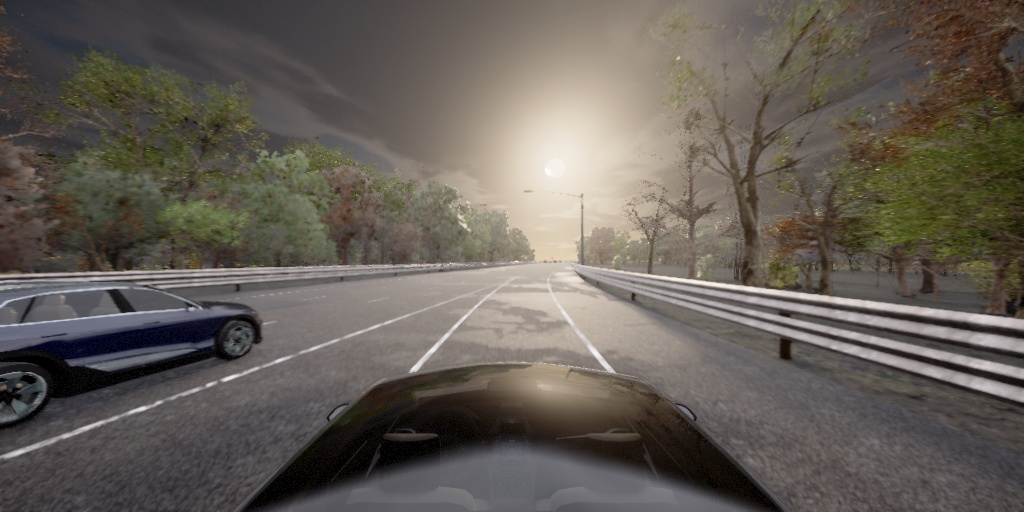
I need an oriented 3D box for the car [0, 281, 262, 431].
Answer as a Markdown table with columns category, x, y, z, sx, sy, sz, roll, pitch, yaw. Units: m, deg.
| category | x | y | z | sx | sy | sz | roll | pitch | yaw |
| --- | --- | --- | --- | --- | --- | --- | --- | --- | --- |
| car | -6.464 | 1.182 | 5.624 | 2.033 | 1.649 | 4.856 | 0 | -1 | 9 |
